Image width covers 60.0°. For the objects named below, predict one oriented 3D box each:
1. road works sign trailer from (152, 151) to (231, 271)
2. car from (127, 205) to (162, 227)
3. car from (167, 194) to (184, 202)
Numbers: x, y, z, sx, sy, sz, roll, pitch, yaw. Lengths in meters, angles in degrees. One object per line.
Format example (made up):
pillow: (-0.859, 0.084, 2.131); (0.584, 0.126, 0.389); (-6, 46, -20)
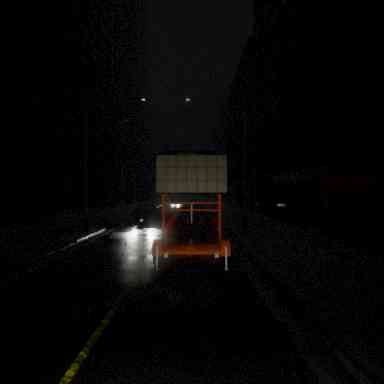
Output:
road works sign trailer: (-0.014, 0.468, 10.927); (2.380, 3.560, 2.880); (0, 0, 0)
car: (-3.131, 1.575, 22.619); (1.994, 1.385, 4.181); (0, 0, 0)
car: (-3.133, 1.550, 64.506); (2.128, 1.511, 4.902); (0, 0, 1)
